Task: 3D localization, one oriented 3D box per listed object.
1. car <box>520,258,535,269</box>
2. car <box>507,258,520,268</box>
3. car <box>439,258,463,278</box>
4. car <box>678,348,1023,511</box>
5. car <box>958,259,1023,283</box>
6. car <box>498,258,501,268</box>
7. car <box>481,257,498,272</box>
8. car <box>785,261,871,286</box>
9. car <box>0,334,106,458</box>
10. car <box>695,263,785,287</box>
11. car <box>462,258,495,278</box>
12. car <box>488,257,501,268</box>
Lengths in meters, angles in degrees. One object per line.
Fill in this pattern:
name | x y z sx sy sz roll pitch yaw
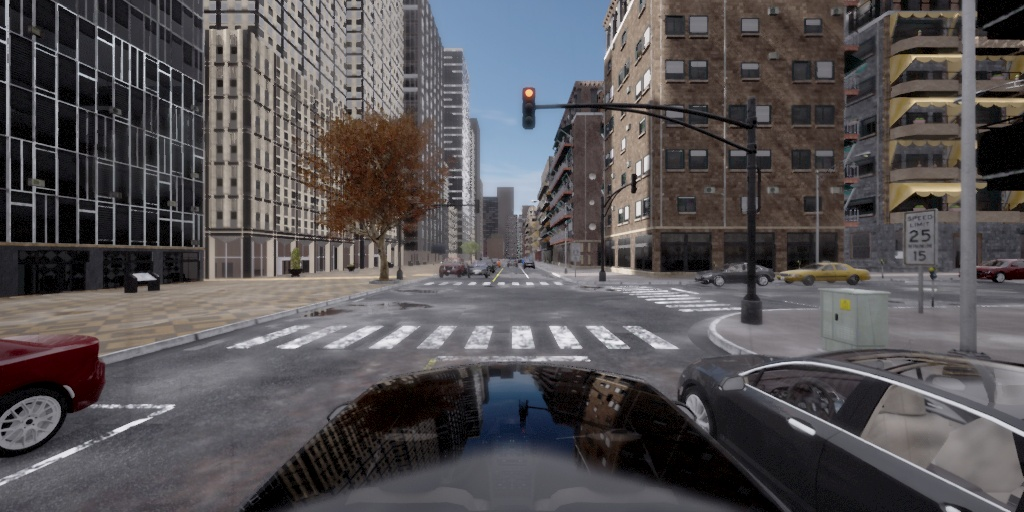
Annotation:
car | 2.698 1.347 56.798 1.948 1.339 4.313 0 0 0
car | 0.111 1.281 64.089 2.128 1.511 4.902 0 0 0
car | -5.687 1.077 34.708 2.192 1.841 5.009 0 0 0
car | 2.689 1.300 2.319 2.007 1.370 4.403 0 0 0
car | 30.139 0.858 21.901 4.507 1.381 1.888 0 0 -1
car | -3.086 1.378 53.088 1.895 1.301 4.718 0 0 0
car | -3.092 1.121 43.370 2.097 1.767 4.553 0 0 0
car | 18.834 0.992 21.788 4.829 1.417 1.751 0 0 -1
car | -5.692 1.295 2.321 1.888 1.381 4.507 0 0 0
car | 13.437 1.094 21.734 4.403 1.370 2.007 0 0 -1
car | -3.096 1.254 34.198 2.128 1.511 4.902 0 0 0
car | -3.039 1.141 63.105 2.097 1.767 4.553 0 0 1
